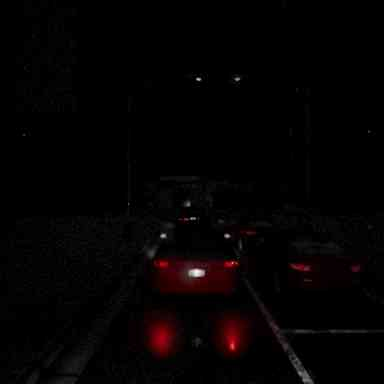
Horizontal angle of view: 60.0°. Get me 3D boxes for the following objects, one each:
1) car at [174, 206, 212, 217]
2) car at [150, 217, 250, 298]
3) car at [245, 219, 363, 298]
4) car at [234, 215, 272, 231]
[{"bbox_3d":[0.056,1.529,18.582,1.837,1.490,4.892,0,0,0],"label":"car"},{"bbox_3d":[0.090,1.574,8.598,1.994,1.385,4.181,0,0,0],"label":"car"},{"bbox_3d":[2.651,1.592,8.313,1.802,1.307,4.206,1,0,0],"label":"car"},{"bbox_3d":[2.650,1.599,13.752,1.802,1.307,4.206,1,0,0],"label":"car"}]
